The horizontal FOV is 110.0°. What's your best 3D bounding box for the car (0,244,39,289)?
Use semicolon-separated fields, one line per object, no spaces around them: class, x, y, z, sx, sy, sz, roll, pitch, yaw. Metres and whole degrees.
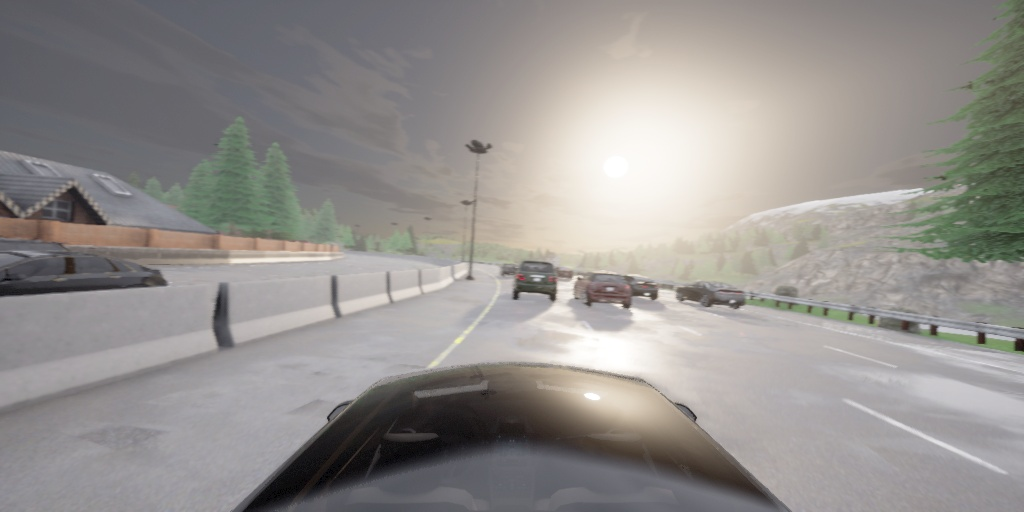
car;-17.057;0.272;10.002;1.994;1.385;4.181;4;-1;4

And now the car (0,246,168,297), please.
car;-10.240;0.637;7.521;1.837;1.490;4.892;4;-1;5

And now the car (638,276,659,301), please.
car;7.960;2.002;23.639;1.837;1.490;4.892;5;0;-2

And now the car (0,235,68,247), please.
car;-13.638;0.272;8.751;2.097;1.767;4.553;4;-1;4

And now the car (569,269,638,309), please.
car;4.483;1.565;18.456;2.097;1.767;4.553;4;-1;0

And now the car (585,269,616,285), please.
car;10.162;2.347;41.471;1.812;1.442;4.674;4;-1;-8

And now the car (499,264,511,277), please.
car;-0.369;1.632;41.404;1.837;1.490;4.892;5;0;-8

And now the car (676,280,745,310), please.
car;11.489;2.195;21.127;2.128;1.511;4.902;4;-1;-1

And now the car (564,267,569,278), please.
car;6.196;2.075;45.164;1.882;1.535;5.008;4;-1;-9

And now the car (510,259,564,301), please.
car;1.167;1.230;19.710;2.150;2.045;5.566;4;0;-1
